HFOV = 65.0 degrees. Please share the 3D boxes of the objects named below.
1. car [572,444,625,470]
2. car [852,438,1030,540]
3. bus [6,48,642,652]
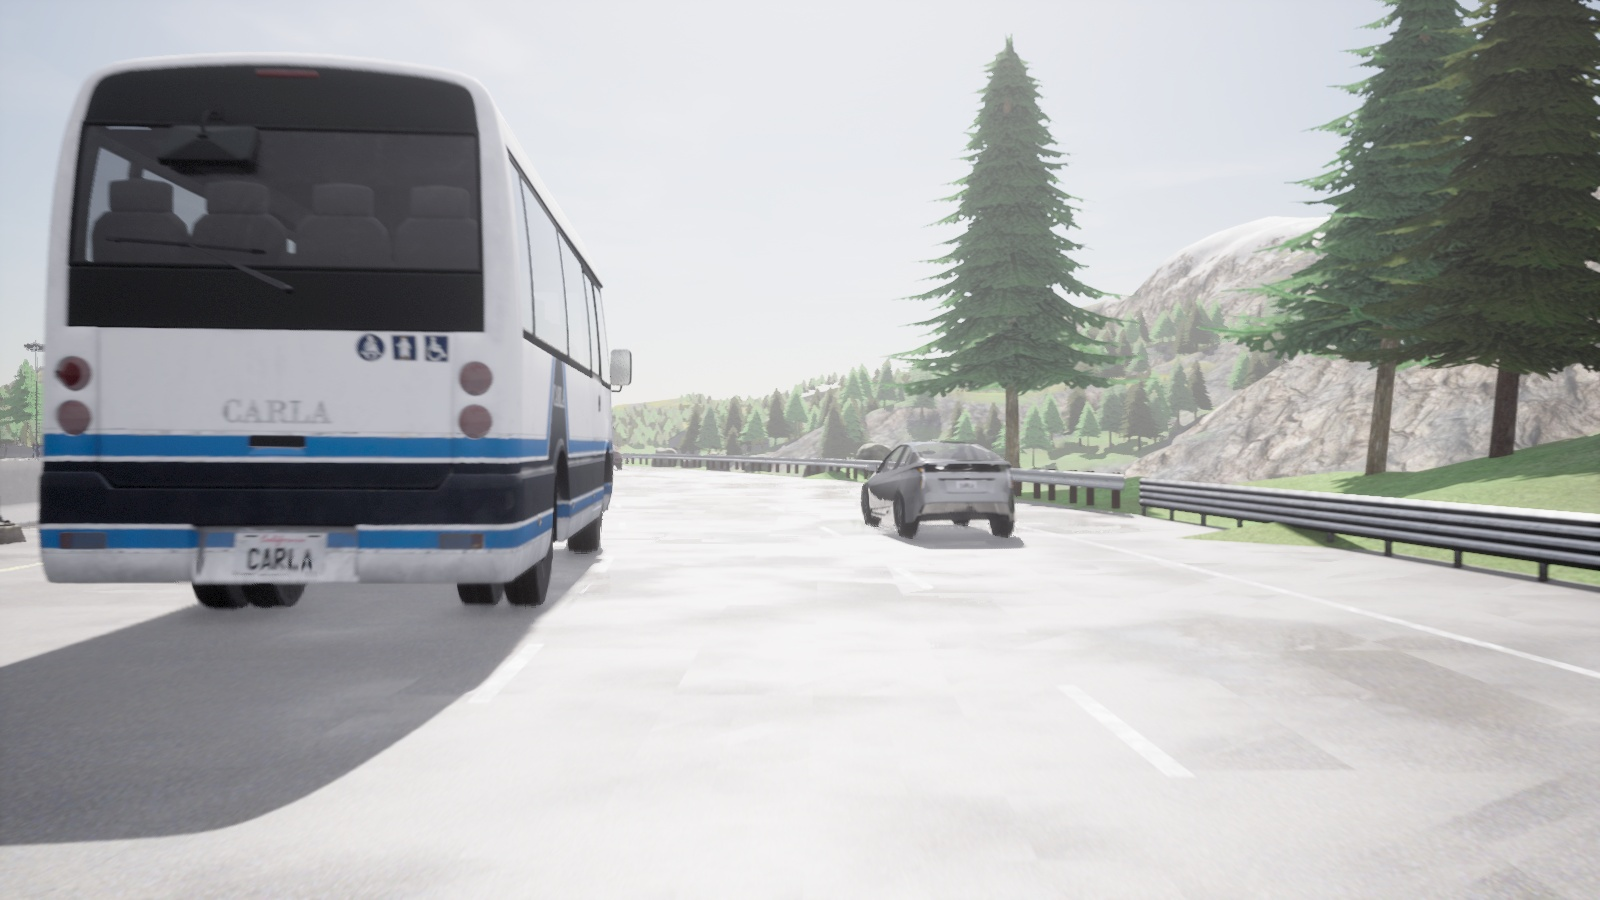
[{"bbox_3d":[-11.429,0.363,71.020,1.812,1.442,4.674,0,0,-24],"label":"car"},{"bbox_3d":[2.240,0.575,21.269,2.007,1.525,4.514,0,0,-7],"label":"car"},{"bbox_3d":[-4.025,-0.713,14.132,3.944,4.253,10.273,1,0,-5],"label":"bus"}]
